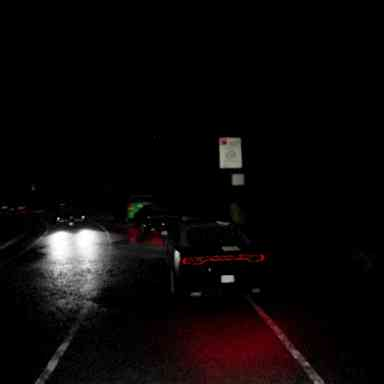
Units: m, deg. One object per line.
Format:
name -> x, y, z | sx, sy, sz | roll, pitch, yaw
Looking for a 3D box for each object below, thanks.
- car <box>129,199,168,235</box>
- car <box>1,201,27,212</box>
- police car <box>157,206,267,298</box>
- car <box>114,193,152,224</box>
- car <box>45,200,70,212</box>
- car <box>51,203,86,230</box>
car -> -2.099, 1.399, 18.724 | 1.882, 1.535, 5.008 | -2, 0, -18
car -> -27.680, 2.233, 51.639 | 4.892, 1.490, 1.837 | -3, 2, 33
police car -> 0.272, 1.379, 8.663 | 1.930, 1.638, 5.238 | -1, 0, -9
car -> -4.322, 1.150, 24.617 | 2.150, 2.045, 5.566 | -2, 1, -23
car -> -17.082, 1.758, 42.319 | 4.902, 1.511, 2.128 | -2, 2, 44
car -> -8.305, 1.682, 22.494 | 1.895, 1.301, 4.718 | -2, 0, -23
